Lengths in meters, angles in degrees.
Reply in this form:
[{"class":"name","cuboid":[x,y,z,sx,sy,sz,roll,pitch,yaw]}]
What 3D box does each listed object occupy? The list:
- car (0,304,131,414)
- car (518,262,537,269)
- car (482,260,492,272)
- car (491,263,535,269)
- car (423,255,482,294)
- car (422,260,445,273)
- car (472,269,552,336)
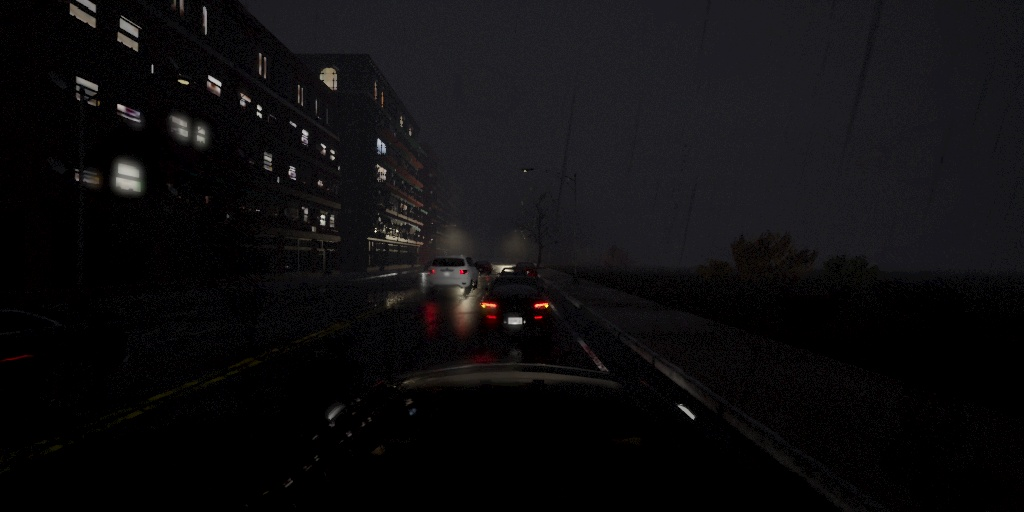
[{"class":"car","cuboid":[-6.605,1.242,3.218,2.128,1.511,4.902,0,0,0]},{"class":"car","cuboid":[1.079,1.231,29.962,1.882,1.535,5.008,0,0,0]},{"class":"car","cuboid":[-3.228,1.231,39.578,1.882,1.535,5.008,0,0,0]},{"class":"car","cuboid":[0.062,1.317,20.434,1.994,1.385,4.181,0,0,0]},{"class":"car","cuboid":[-3.189,0.971,20.299,2.150,2.045,5.566,0,0,0]},{"class":"car","cuboid":[-9.940,1.257,45.499,1.837,1.490,4.892,0,0,0]},{"class":"car","cuboid":[0.074,1.277,10.267,1.812,1.442,4.674,0,0,0]}]
